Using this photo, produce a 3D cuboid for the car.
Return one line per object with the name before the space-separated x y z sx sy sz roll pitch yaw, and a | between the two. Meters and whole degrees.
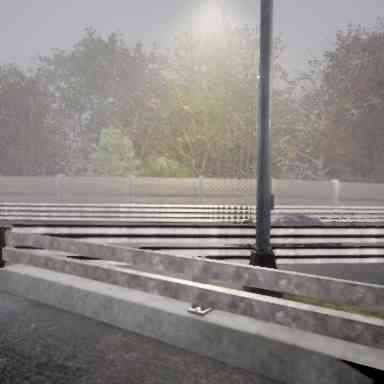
car | 3.530 1.503 12.914 4.181 1.385 1.994 0 1 -6
